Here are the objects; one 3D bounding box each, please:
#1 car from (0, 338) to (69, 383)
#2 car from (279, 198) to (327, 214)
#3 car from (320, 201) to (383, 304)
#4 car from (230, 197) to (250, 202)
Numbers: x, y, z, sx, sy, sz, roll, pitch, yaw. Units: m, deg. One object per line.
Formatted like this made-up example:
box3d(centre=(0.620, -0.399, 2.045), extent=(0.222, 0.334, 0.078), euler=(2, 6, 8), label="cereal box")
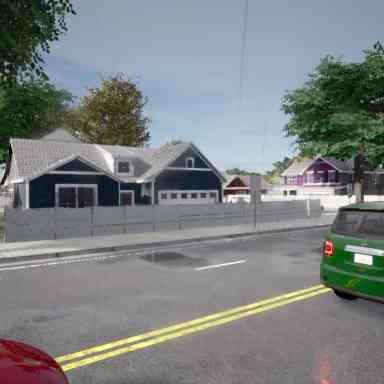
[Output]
box3d(centre=(-3.054, 1.476, 1.263), extent=(5.008, 1.535, 1.882), euler=(0, 0, -35), label="car")
box3d(centre=(12.201, 1.494, 36.926), extent=(1.882, 1.535, 5.008), euler=(-1, 0, -33), label="car")
box3d(centre=(5.067, 1.210, 7.098), extent=(5.566, 2.045, 2.150), euler=(0, 0, -35), label="car")
box3d(centre=(7.024, 1.431, 45.076), extent=(2.097, 1.767, 4.553), euler=(-1, 0, -31), label="car")
